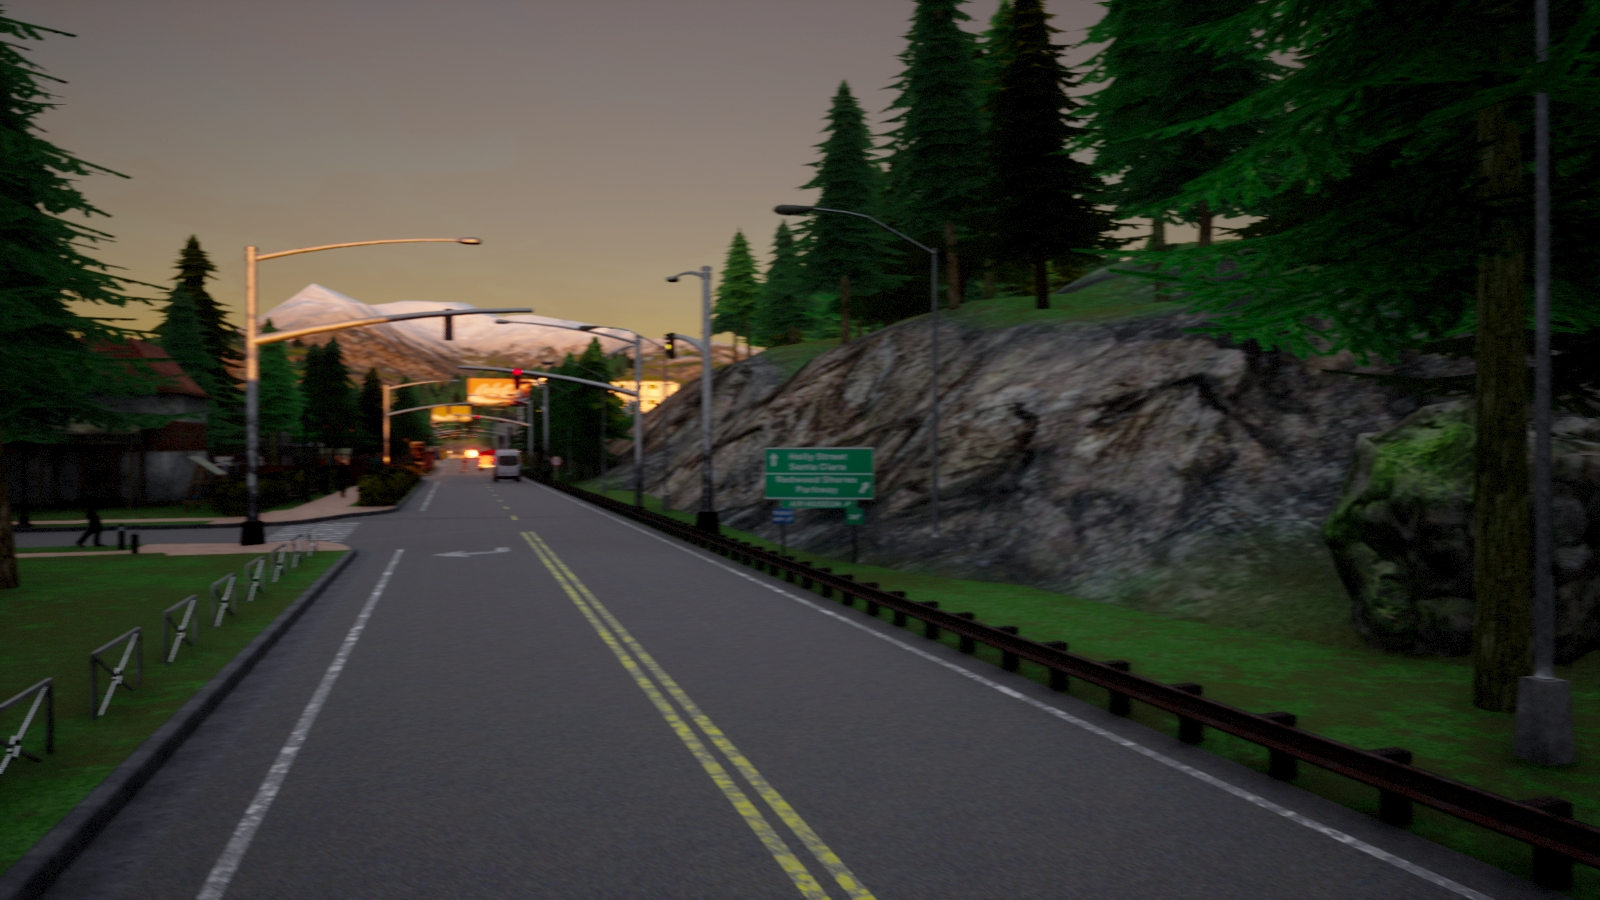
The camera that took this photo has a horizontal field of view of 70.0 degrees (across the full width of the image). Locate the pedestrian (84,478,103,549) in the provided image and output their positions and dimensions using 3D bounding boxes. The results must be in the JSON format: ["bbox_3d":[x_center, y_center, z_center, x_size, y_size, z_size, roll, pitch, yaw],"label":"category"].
[{"bbox_3d":[-18.895,1.687,30.562,0.375,1.860,0.375,0,0,-27],"label":"pedestrian"}]

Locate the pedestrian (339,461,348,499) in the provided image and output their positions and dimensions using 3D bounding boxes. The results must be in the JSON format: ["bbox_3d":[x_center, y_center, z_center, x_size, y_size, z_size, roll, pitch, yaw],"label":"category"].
[{"bbox_3d":[-22.775,1.489,56.985,0.375,1.860,0.375,0,0,-15],"label":"pedestrian"}]
